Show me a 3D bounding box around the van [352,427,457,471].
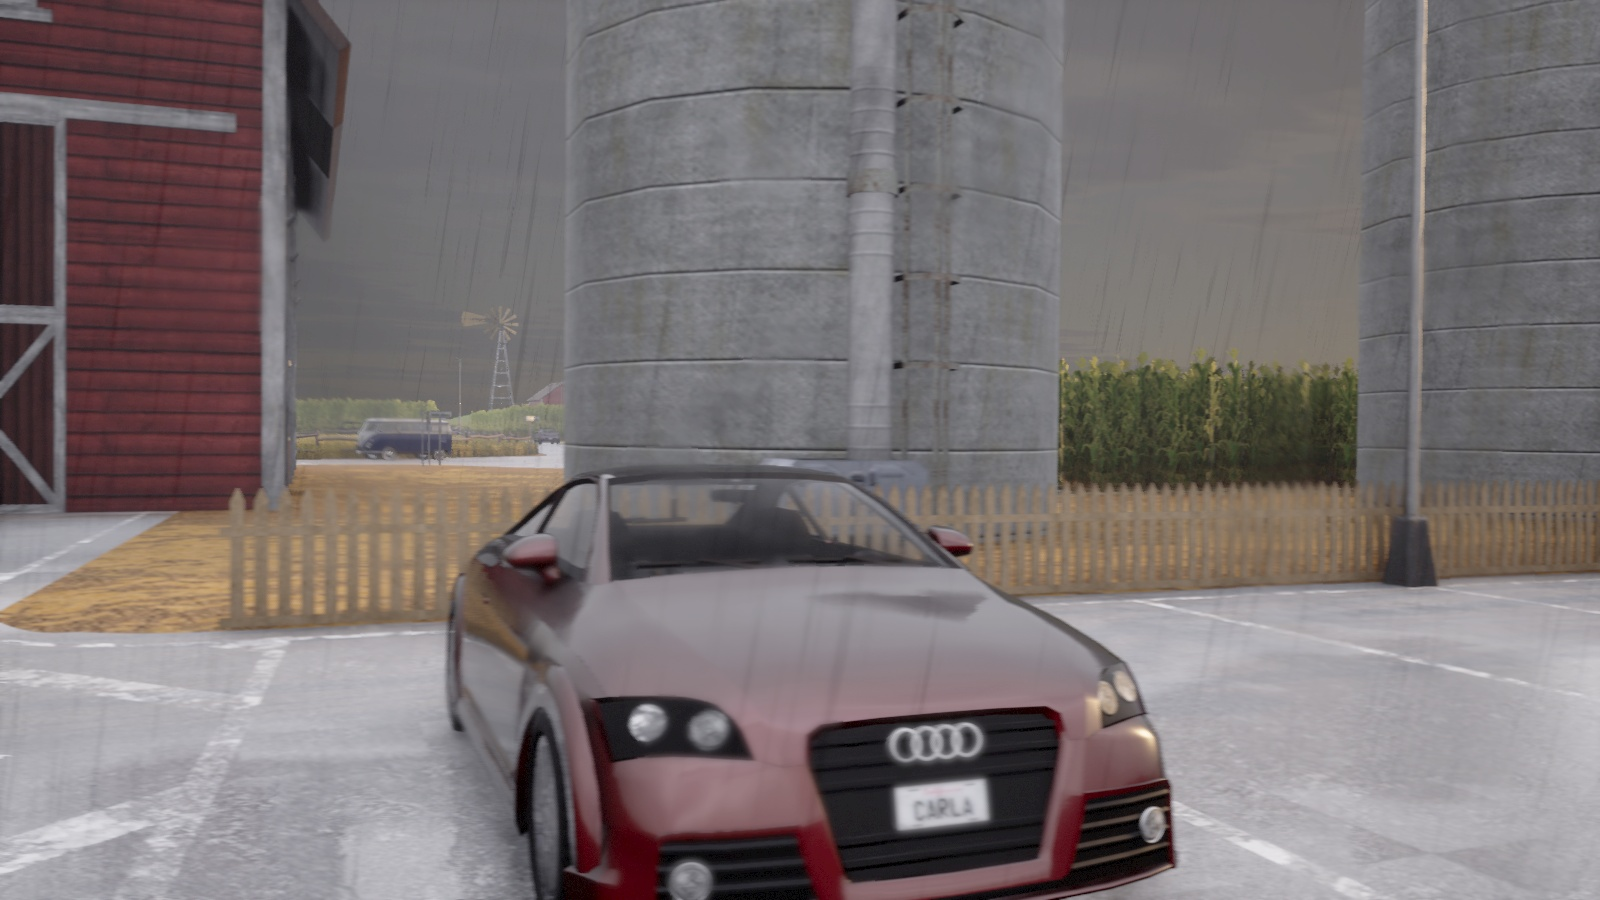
[{"bbox_3d":[-18.635,-0.073,59.301,1.775,1.987,4.442,1,2,43],"label":"van"}]
